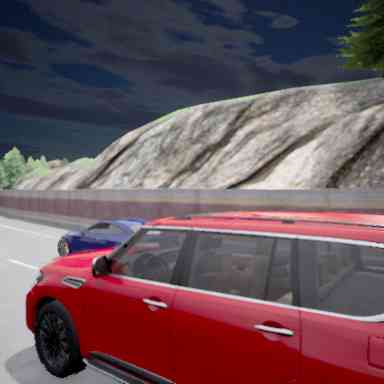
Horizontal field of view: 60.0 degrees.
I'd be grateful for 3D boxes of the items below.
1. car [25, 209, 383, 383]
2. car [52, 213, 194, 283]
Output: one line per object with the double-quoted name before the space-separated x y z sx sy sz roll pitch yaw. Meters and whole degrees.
"car" 0.360 1.226 3.821 5.566 2.045 2.150 0 0 36
"car" -2.325 1.522 10.384 4.674 1.442 1.812 0 0 39
